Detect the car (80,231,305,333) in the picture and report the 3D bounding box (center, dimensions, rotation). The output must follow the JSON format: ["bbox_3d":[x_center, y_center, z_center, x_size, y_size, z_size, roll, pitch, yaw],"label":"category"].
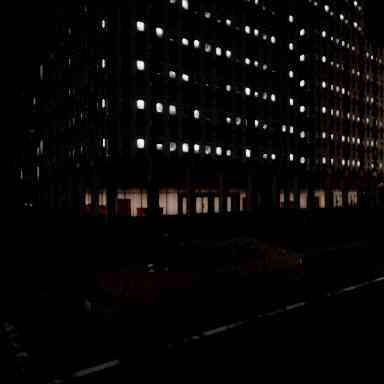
[{"bbox_3d":[0.285,1.523,6.766,4.829,1.417,1.752,0,0,-36],"label":"car"}]
